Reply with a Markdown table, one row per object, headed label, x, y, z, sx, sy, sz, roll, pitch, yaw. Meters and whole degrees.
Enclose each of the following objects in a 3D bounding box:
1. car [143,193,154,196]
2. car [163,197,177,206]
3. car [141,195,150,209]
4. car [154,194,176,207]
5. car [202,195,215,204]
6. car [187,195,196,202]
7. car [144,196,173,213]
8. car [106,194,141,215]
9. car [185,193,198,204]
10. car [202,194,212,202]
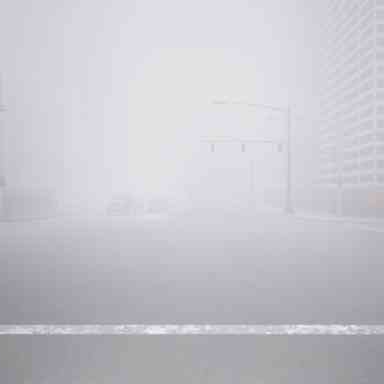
| label | x | y | z | sx | sy | sz | roll | pitch | yaw |
| --- | --- | --- | --- | --- | --- | --- | --- | --- | --- |
| car | -7.200 | 1.221 | 55.283 | 2.150 | 2.045 | 5.566 | 0 | 0 | 0 |
| car | -3.701 | 1.564 | 56.459 | 1.994 | 1.385 | 4.181 | 0 | 0 | 0 |
| car | -7.191 | 1.547 | 44.759 | 2.033 | 1.411 | 5.357 | 0 | 0 | 0 |
| car | -3.690 | 1.352 | 46.646 | 2.097 | 1.767 | 4.553 | 0 | 0 | 0 |
| car | 3.466 | 1.526 | 64.646 | 1.812 | 1.442 | 4.674 | 0 | 0 | 0 |
| car | -0.150 | 1.382 | 74.397 | 1.994 | 1.385 | 4.181 | 0 | 0 | 0 |
| car | -3.676 | 1.492 | 37.430 | 2.128 | 1.511 | 4.902 | 0 | 0 | 0 |
| car | -7.152 | 1.221 | 34.507 | 2.150 | 2.045 | 5.566 | 0 | 0 | 2 |
| car | -0.128 | 1.221 | 63.726 | 2.150 | 2.045 | 5.566 | 0 | 0 | 0 |
| car | 3.353 | 1.355 | 74.548 | 2.097 | 1.767 | 4.553 | 0 | 0 | 0 |
